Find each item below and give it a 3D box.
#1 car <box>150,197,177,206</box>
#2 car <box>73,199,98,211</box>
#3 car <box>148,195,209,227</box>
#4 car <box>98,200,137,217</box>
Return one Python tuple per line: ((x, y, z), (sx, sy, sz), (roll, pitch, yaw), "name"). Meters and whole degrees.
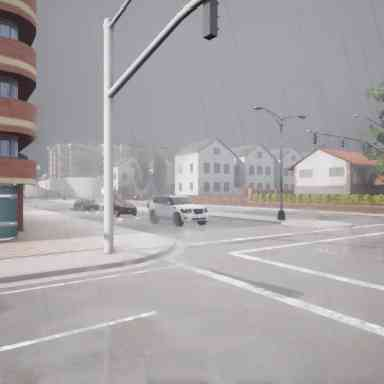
((-4.857, 1.547, 55.643), (2.033, 1.411, 5.357), (0, 0, -35), "car")
((-13.047, 1.547, 40.786), (2.033, 1.411, 5.357), (0, 0, -35), "car")
((-1.094, 1.221, 23.488), (2.150, 2.045, 5.566), (0, 0, -35), "car")
((-7.002, 1.476, 32.027), (1.882, 1.535, 5.008), (0, 0, -34), "car")
